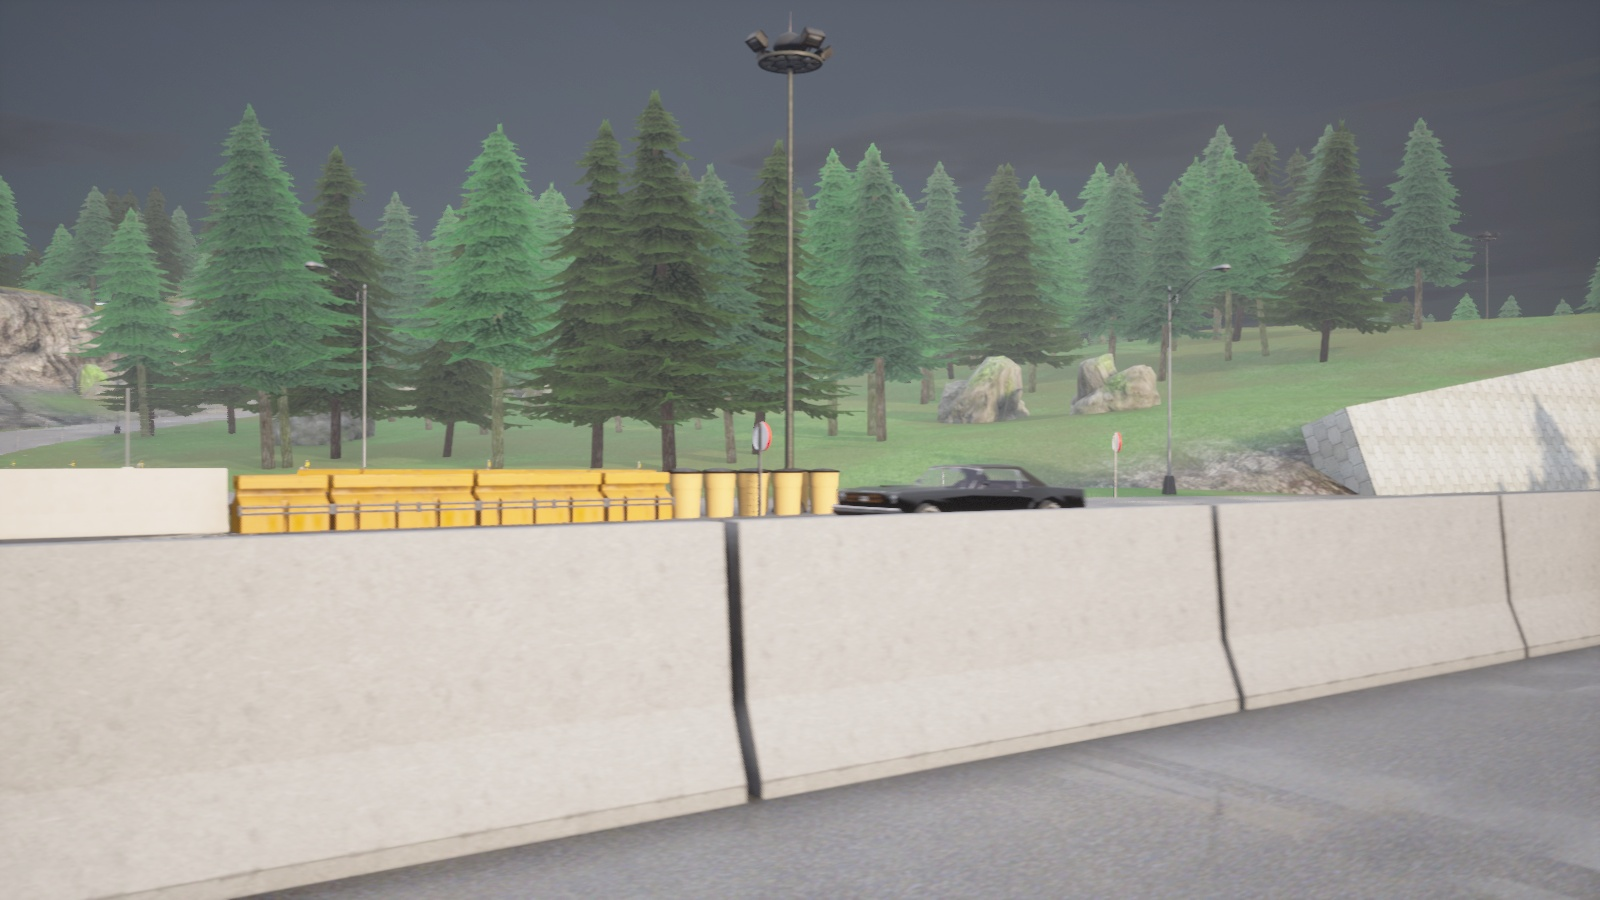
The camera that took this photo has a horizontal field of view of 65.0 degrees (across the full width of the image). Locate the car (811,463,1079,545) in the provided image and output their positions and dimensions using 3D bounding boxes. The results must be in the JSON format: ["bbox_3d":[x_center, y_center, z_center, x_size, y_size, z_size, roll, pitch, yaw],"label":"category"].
[{"bbox_3d":[2.667,0.895,22.572,4.718,1.301,1.895,0,0,-35],"label":"car"}]
